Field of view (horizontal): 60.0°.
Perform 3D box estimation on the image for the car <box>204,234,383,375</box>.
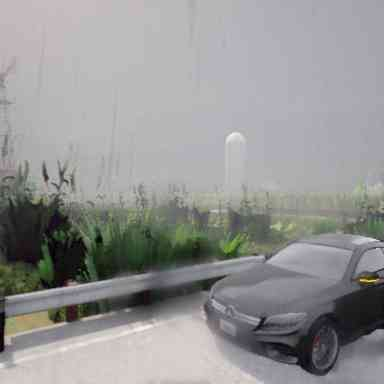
[{"bbox_3d":[2.373,1.500,5.658,4.674,1.442,1.812,0,0,-35],"label":"car"}]
